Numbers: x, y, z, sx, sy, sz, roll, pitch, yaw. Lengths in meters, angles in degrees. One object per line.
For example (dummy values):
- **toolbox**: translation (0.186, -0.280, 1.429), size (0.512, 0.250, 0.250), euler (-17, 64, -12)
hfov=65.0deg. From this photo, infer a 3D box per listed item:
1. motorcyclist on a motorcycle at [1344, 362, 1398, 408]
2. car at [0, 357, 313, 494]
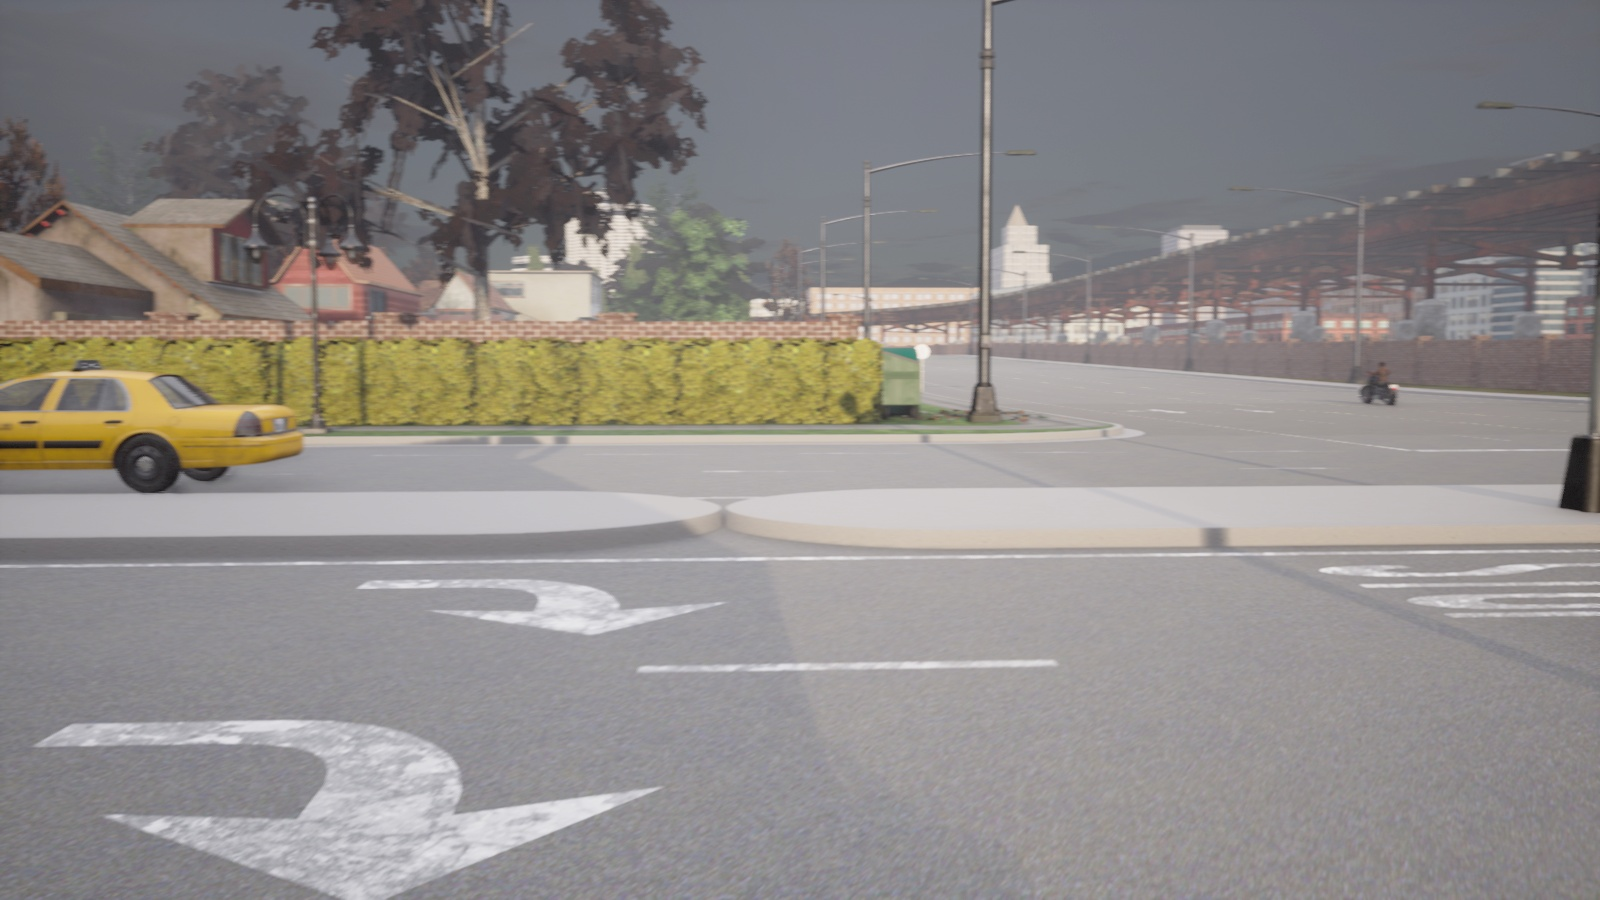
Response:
- **motorcyclist on a motorcycle**: translation (21.261, -2.438, 46.814), size (0.766, 1.649, 2.350), euler (0, 4, -4)
- **car**: translation (-8.984, -0.341, 15.299), size (5.366, 1.575, 1.801), euler (0, 4, -4)
